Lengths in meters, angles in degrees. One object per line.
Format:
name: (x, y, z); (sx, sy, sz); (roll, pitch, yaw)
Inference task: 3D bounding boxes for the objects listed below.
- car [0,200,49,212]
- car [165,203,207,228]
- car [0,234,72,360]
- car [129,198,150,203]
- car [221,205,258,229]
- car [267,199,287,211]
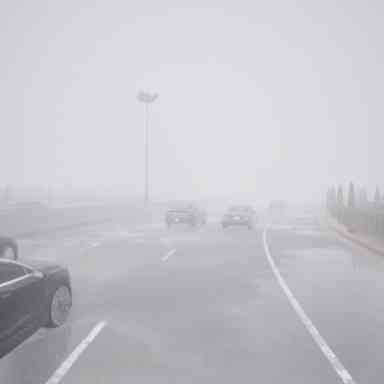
car: (-13.675, 1.422, 26.763); (1.837, 1.490, 4.892); (0, 0, 16)
car: (-0.281, 1.472, 21.946); (2.128, 1.511, 4.902); (0, 0, 15)
car: (-3.140, 1.474, 4.059); (2.128, 1.511, 4.902); (0, 0, 3)
car: (-6.114, 1.470, 38.039); (1.812, 1.442, 4.674); (0, 0, 23)
car: (3.157, 1.544, 21.548); (2.033, 1.411, 5.357); (0, 0, 15)
car: (10.653, 1.541, 41.335); (1.812, 1.442, 4.674); (0, 0, 23)
